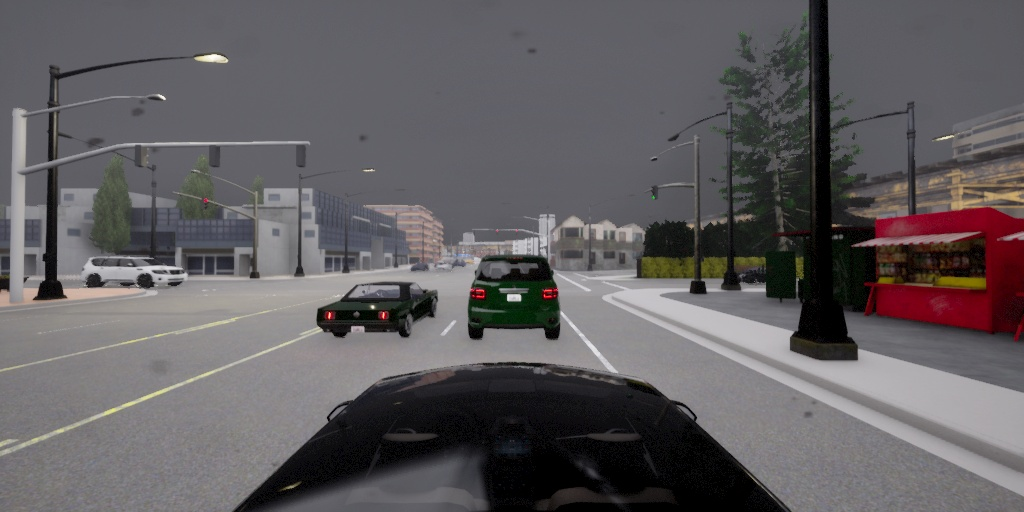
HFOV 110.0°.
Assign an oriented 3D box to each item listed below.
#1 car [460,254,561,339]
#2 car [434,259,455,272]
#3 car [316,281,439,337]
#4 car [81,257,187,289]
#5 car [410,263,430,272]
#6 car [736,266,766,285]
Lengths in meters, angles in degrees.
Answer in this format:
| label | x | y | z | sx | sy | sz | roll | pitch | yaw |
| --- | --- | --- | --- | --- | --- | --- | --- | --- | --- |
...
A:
| label | x | y | z | sx | sy | sz | roll | pitch | yaw |
| --- | --- | --- | --- | --- | --- | --- | --- | --- | --- |
| car | 0.060 | 0.985 | 10.241 | 2.150 | 2.045 | 5.566 | 0 | 0 | 0 |
| car | -10.623 | 1.692 | 55.838 | 1.812 | 1.442 | 4.674 | 0 | 0 | 0 |
| car | -3.437 | 1.367 | 10.257 | 1.895 | 1.301 | 4.718 | 0 | 0 | 0 |
| car | -24.921 | 1.057 | 23.722 | 5.566 | 2.045 | 2.150 | 0 | -1 | 0 |
| car | -14.128 | 1.717 | 55.388 | 2.033 | 1.411 | 5.357 | 0 | 0 | 0 |
| car | 18.775 | 1.444 | 27.098 | 4.181 | 1.385 | 1.994 | 0 | -1 | 0 |
